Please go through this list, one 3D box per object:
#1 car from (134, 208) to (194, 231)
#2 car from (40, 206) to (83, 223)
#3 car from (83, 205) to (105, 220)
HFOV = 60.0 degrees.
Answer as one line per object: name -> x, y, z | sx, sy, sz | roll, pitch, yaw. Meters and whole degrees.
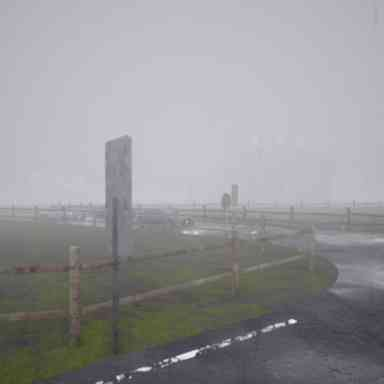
car -> -1.913, 1.792, 22.758 | 4.181, 1.385, 1.994 | -1, 0, 37
car -> -11.377, 1.942, 29.561 | 4.718, 1.301, 1.895 | -1, 0, 34
car -> -7.308, 1.816, 30.224 | 4.892, 1.490, 1.837 | -1, -1, 35
